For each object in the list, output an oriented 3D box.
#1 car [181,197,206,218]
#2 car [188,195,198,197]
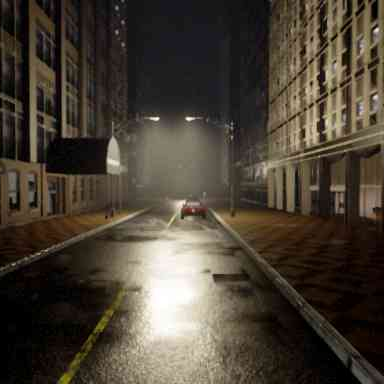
[{"bbox_3d":[0.108,1.377,27.469,1.994,1.385,4.181,0,0,0],"label":"car"},{"bbox_3d":[0.114,1.197,44.667,2.128,1.511,4.902,0,0,0],"label":"car"}]
